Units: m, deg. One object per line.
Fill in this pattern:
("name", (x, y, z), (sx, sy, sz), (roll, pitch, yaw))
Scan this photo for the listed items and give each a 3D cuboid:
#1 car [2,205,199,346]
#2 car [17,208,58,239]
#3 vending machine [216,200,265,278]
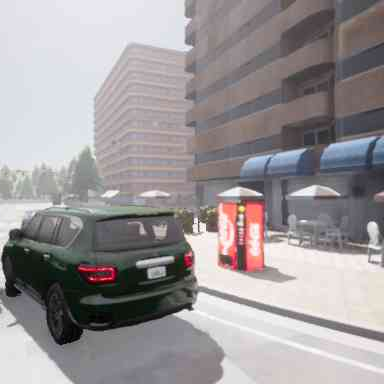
("car", (-2.226, 1.300, 6.844), (2.150, 2.045, 5.566), (0, -1, -40))
("car", (-9.599, 1.819, 20.690), (2.033, 1.411, 5.357), (0, -1, -26))
("vending machine", (1.416, 1.283, 9.708), (1.100, 2.100, 0.880), (0, -1, -38))
